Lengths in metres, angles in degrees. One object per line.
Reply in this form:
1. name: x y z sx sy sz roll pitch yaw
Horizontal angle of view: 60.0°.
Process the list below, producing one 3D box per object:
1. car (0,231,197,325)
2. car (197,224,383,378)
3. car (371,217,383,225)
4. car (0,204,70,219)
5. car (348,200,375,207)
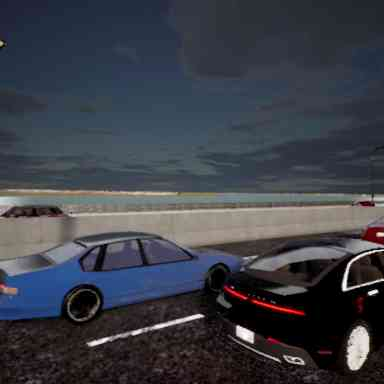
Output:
1. car: -1.271 1.572 7.127 5.357 1.411 2.033 1 0 -36
2. car: 2.641 1.550 5.619 4.892 1.490 1.837 0 0 -36
3. car: 9.297 1.696 14.619 4.181 1.385 1.994 0 0 -35
4. car: -8.011 1.372 15.466 4.553 1.767 2.097 1 0 -35
5. car: 23.477 1.895 46.055 4.674 1.442 1.812 0 0 -34
